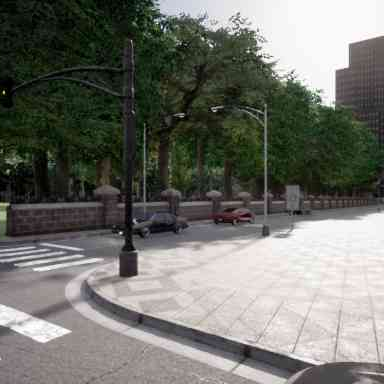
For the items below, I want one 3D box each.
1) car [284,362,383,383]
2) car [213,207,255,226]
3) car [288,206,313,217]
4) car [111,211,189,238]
[{"bbox_3d":[2.351,1.551,1.286,4.403,1.369,2.008,0,0,36],"label":"car"},{"bbox_3d":[3.703,2.032,28.736,1.882,1.535,5.008,0,-1,35],"label":"car"},{"bbox_3d":[14.234,2.539,43.555,1.895,1.301,4.718,0,-1,36],"label":"car"},{"bbox_3d":[-2.321,1.887,20.214,2.033,1.411,5.357,0,-1,35],"label":"car"}]
